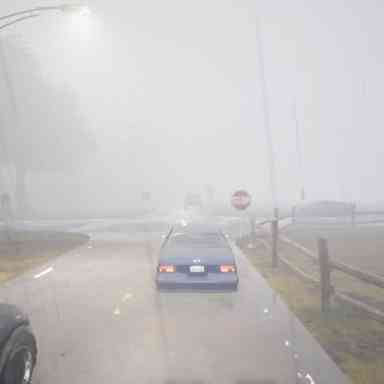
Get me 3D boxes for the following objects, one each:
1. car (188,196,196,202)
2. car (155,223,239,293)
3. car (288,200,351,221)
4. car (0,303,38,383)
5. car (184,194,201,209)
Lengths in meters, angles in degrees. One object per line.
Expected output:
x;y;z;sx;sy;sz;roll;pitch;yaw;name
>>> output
-0.012;1.764;80.416;1.994;1.385;4.181;0;0;0;car
0.095;1.549;8.999;2.033;1.411;5.357;0;0;0;car
9.944;1.371;25.716;4.892;1.490;1.837;-1;1;0;car
-2.751;1.563;2.102;1.994;1.385;4.181;0;0;0;car
0.120;1.271;46.159;2.150;2.045;5.566;0;0;0;car
